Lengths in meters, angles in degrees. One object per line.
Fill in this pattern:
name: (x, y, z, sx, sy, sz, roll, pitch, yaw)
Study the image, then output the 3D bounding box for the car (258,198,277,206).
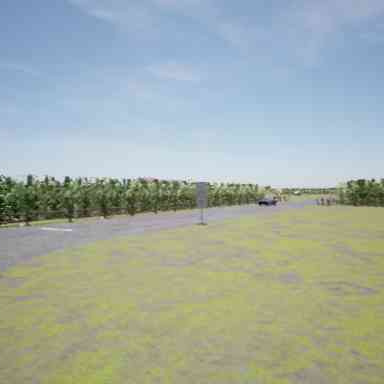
car: (12.647, 1.655, 55.657, 1.895, 1.301, 4.718, -1, 0, 32)
